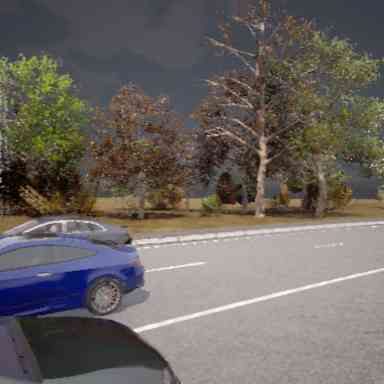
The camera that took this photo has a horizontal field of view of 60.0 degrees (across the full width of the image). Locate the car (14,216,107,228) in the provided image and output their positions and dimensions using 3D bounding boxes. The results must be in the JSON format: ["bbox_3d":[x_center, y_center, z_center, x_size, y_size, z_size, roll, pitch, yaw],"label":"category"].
[{"bbox_3d":[-4.105,1.469,9.523,4.902,1.511,2.128,0,0,-34],"label":"car"}]

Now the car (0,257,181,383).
[{"bbox_3d":[-2.074,1.558,2.200,4.181,1.385,1.994,0,0,-35],"label":"car"}]

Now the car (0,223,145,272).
[{"bbox_3d":[-3.108,1.512,5.954,4.674,1.442,1.812,0,0,-35],"label":"car"}]
